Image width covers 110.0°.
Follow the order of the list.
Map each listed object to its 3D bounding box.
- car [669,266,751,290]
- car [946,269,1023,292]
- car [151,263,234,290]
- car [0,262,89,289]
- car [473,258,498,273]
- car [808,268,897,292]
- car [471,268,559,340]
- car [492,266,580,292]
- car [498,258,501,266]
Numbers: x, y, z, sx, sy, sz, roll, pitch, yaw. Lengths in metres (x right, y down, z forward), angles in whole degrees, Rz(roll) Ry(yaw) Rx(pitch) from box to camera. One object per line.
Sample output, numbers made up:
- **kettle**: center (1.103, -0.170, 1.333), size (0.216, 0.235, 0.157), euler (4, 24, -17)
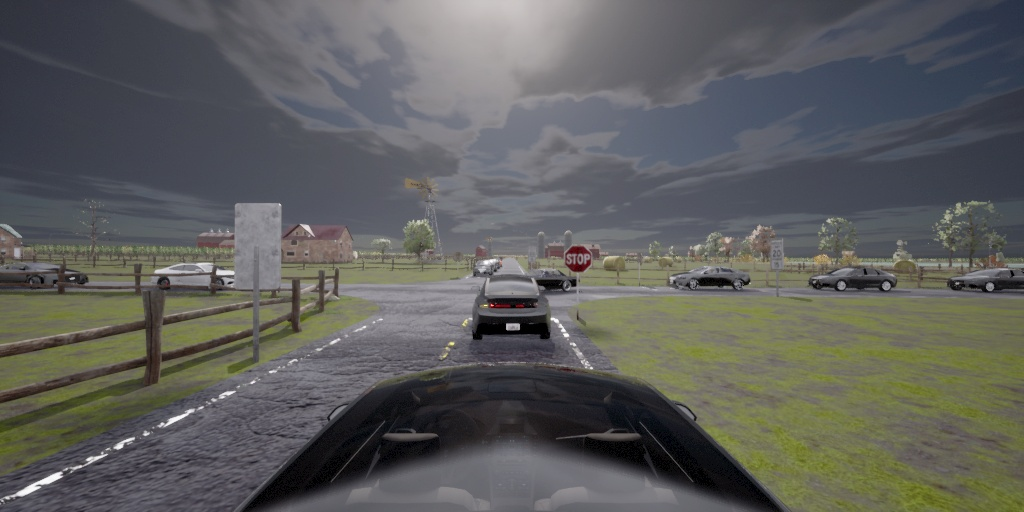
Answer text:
- **car**: center (12.790, 1.397, 23.298), size (4.902, 1.511, 2.128), euler (1, -1, -2)
- **car**: center (31.694, 1.587, 23.597), size (4.892, 1.490, 1.837), euler (1, -1, -1)
- **car**: center (-17.250, 1.104, 19.968), size (4.674, 1.442, 1.812), euler (1, -1, -1)
- **car**: center (-26.370, 1.048, 19.843), size (4.181, 1.385, 1.994), euler (1, -1, -1)
- **car**: center (-2.873, 1.243, 36.704), size (2.128, 1.511, 4.902), euler (0, 0, 0)
- **car**: center (22.192, 1.499, 23.473), size (4.892, 1.490, 1.837), euler (1, -1, -1)
- **car**: center (-0.077, 1.256, 10.018), size (1.837, 1.490, 4.892), euler (0, 0, -2)
- **car**: center (1.493, 1.369, 20.065), size (4.718, 1.301, 1.895), euler (1, 0, -35)
- **car**: center (-2.869, 1.241, 46.150), size (2.128, 1.511, 4.902), euler (0, 0, 0)
